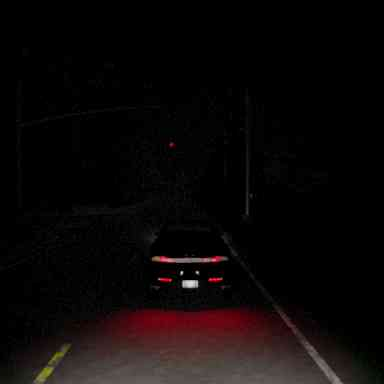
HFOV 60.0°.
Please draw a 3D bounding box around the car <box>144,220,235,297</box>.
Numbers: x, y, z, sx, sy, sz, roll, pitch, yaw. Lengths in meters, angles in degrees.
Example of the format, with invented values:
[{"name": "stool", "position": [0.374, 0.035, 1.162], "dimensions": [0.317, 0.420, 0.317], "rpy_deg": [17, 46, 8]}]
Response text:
[{"name": "car", "position": [-0.071, 1.470, 8.529], "dimensions": [2.128, 1.511, 4.902], "rpy_deg": [0, 0, -1]}]
